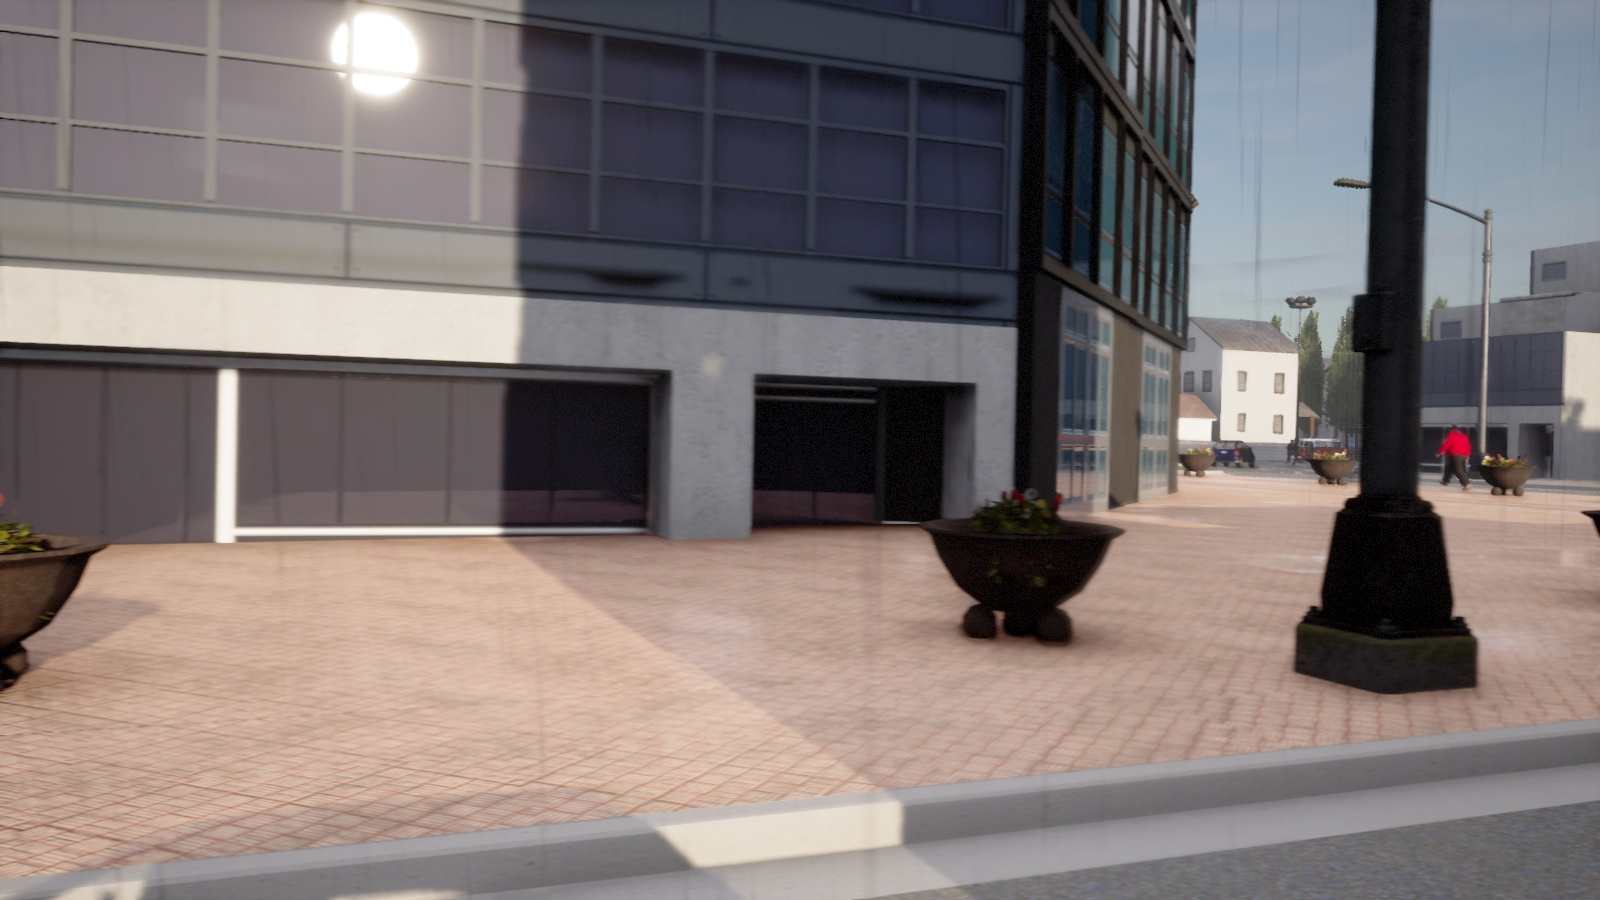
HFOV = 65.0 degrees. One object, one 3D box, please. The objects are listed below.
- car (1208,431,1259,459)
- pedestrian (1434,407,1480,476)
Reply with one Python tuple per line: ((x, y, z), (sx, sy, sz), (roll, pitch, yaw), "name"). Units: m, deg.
((24.518, -0.298, 71.009), (1.789, 1.549, 3.705), (1, 1, 35), "car")
((17.894, -0.227, 34.203), (0.634, 1.844, 0.899), (0, 1, -21), "pedestrian")
